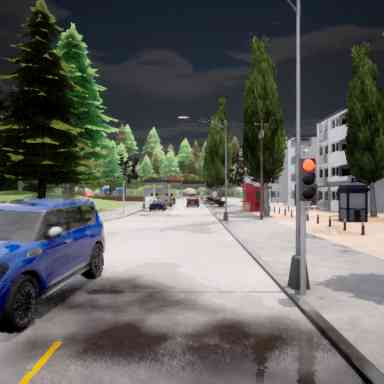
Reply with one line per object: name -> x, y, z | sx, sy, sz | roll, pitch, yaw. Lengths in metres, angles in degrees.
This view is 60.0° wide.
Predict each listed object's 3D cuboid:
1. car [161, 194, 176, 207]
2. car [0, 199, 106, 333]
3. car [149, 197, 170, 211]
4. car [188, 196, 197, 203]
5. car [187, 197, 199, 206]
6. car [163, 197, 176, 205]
car -> -4.039, 1.351, 50.337 | 2.097, 1.767, 4.553 | 0, 0, 0
car -> -3.617, 1.219, 7.195 | 2.150, 2.045, 5.566 | 0, 0, 4
car -> -4.062, 1.600, 40.443 | 1.895, 1.301, 4.718 | 0, 0, 0
car -> 0.119, 1.727, 73.692 | 1.812, 1.442, 4.674 | 0, 0, 0
car -> 0.161, 1.477, 53.193 | 1.882, 1.535, 5.008 | 0, 0, 0
car -> -3.985, 1.563, 60.293 | 1.994, 1.385, 4.181 | 0, 0, 1
